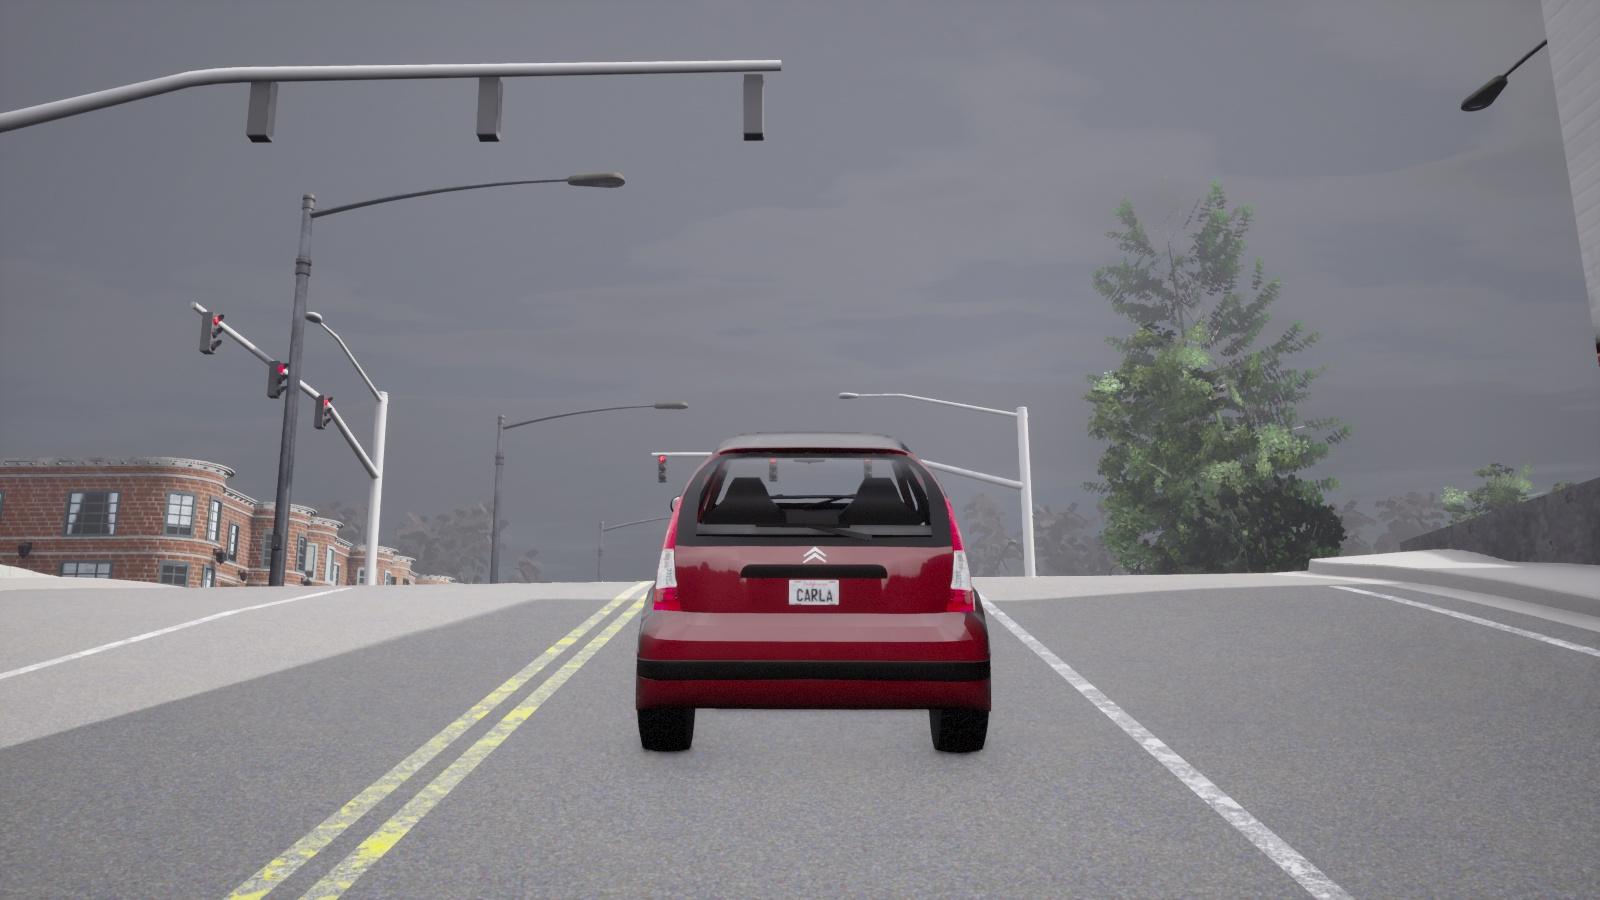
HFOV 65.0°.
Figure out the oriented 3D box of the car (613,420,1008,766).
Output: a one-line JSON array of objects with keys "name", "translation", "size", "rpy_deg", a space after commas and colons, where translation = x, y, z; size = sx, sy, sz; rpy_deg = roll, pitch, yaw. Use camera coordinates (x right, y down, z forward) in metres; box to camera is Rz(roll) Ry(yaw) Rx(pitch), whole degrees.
[{"name": "car", "translation": [0.054, 0.677, 7.900], "size": [1.851, 1.617, 3.988], "rpy_deg": [0, 0, 0]}]
